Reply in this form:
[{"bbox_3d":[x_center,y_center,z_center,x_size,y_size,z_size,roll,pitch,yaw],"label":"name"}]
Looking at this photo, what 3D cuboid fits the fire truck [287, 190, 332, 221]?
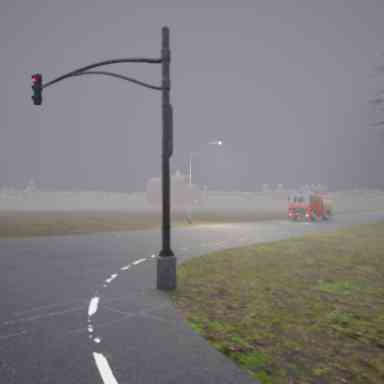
[{"bbox_3d":[15.528,1.741,43.469,2.891,3.827,8.468,0,-2,39],"label":"fire truck"}]
